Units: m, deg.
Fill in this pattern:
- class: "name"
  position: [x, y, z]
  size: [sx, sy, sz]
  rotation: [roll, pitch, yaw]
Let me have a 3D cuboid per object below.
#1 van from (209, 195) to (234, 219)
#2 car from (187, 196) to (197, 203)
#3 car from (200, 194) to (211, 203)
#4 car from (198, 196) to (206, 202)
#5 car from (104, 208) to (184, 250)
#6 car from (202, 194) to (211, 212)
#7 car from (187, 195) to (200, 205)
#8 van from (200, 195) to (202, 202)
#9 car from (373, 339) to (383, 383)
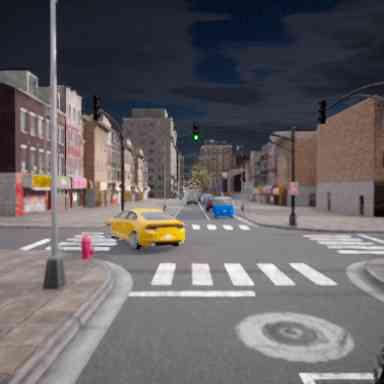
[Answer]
- class: "van"
  position: [2.624, 1.317, 28.527]
  size: [1.690, 1.788, 3.998]
  rotation: [-1, 0, 0]
- class: "car"
  position: [0.014, 1.530, 68.892]
  size: [2.128, 1.511, 4.902]
  rotation: [0, 0, 0]
- class: "car"
  position: [2.996, 1.380, 74.079]
  size: [2.150, 2.045, 5.566]
  rotation: [0, 0, 0]
- class: "car"
  position: [2.634, 1.793, 86.721]
  size: [1.887, 1.381, 4.507]
  rotation: [-2, -1, 0]
- class: "car"
  position: [-2.199, 1.440, 14.418]
  size: [1.882, 1.535, 5.008]
  rotation: [2, 0, -32]
- class: "car"
  position: [2.625, 1.307, 39.109]
  size: [2.192, 1.841, 5.009]
  rotation: [-1, 0, 0]
- class: "car"
  position: [0.069, 1.669, 59.621]
  size: [1.895, 1.301, 4.718]
  rotation: [0, 0, 0]
- class: "van"
  position: [2.627, 1.387, 54.980]
  size: [1.690, 1.788, 3.998]
  rotation: [-1, 0, 0]
- class: "car"
  position: [2.626, 1.547, 1.569]
  size: [2.008, 1.369, 4.403]
  rotation: [-1, 0, 0]
